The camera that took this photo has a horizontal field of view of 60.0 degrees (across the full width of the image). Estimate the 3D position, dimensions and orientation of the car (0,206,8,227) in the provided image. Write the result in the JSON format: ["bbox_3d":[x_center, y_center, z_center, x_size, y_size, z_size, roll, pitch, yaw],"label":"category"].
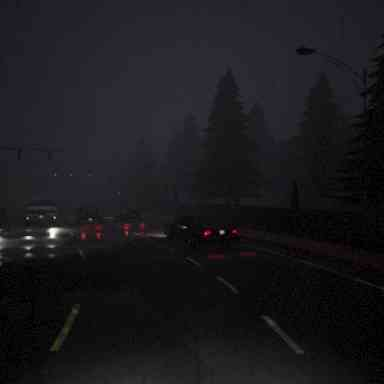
[{"bbox_3d":[-15.078,1.763,24.981,2.128,1.511,4.902,0,-1,-23],"label":"car"}]

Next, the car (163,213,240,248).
[{"bbox_3d":[0.237,1.695,15.696,2.033,1.411,5.357,0,-1,-23],"label":"car"}]

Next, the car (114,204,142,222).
[{"bbox_3d":[-5.738,1.820,29.877,1.812,1.442,4.674,0,0,-23],"label":"car"}]

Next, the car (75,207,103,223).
[{"bbox_3d":[-8.860,1.887,28.266,1.895,1.301,4.718,0,-1,-23],"label":"car"}]

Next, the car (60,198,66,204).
[{"bbox_3d":[-36.204,2.376,88.309,2.033,1.411,5.357,0,-1,-41],"label":"car"}]

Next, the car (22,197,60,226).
[{"bbox_3d":[-11.949,1.483,26.577,2.150,2.045,5.566,0,-1,-23],"label":"car"}]
